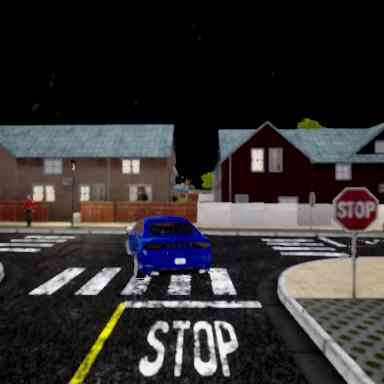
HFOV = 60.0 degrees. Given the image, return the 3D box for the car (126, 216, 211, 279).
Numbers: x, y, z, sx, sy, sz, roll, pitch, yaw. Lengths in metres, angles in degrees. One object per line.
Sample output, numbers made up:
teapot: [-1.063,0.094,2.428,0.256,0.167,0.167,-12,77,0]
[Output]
car: [-0.916,1.485,10.257,1.882,1.535,5.008,1,0,-15]

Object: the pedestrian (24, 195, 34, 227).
pedestrian: [-9.365,1.071,19.110,0.375,1.860,0.375,0,-1,1]
